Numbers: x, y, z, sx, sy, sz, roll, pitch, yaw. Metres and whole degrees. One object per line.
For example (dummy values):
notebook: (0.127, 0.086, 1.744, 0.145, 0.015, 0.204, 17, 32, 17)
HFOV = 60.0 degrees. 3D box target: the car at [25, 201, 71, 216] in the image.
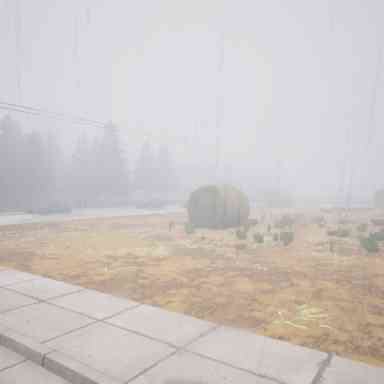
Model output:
car: (-14.165, 1.590, 32.963, 1.994, 1.385, 4.181, 0, 0, 37)

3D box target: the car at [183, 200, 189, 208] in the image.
car: (0.606, 1.590, 46.680, 1.994, 1.385, 4.181, 0, 0, 37)

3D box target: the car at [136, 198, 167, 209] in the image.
car: (-5.413, 1.532, 44.748, 1.837, 1.490, 4.892, 0, 0, 36)
